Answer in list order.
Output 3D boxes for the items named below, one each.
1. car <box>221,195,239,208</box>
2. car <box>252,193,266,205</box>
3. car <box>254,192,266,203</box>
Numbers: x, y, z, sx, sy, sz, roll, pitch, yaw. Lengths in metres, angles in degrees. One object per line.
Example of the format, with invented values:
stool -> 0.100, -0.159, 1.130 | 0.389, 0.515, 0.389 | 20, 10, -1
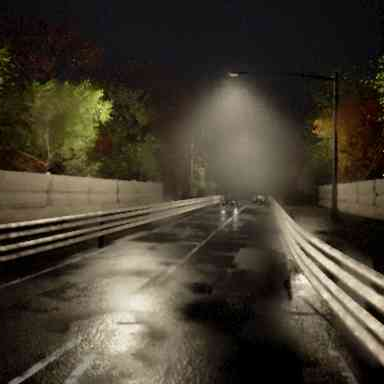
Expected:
car -> 4.867, 1.121, 41.868 | 1.837, 1.490, 4.892 | 0, 0, 13
car -> 10.093, 1.213, 50.151 | 1.895, 1.301, 4.718 | 1, 0, 12
car -> 12.215, 0.969, 59.822 | 2.097, 1.767, 4.553 | 1, 0, 12
